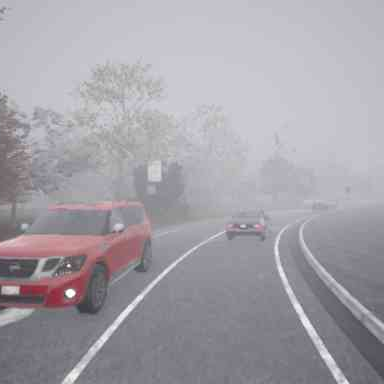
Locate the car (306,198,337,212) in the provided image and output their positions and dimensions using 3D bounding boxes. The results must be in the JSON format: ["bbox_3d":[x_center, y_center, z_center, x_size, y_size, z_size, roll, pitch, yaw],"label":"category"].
[{"bbox_3d":[15.578,1.492,39.218,1.812,1.442,4.674,-4,-2,40],"label":"car"}]

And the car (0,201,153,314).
[{"bbox_3d":[-2.546,1.262,8.129,2.150,2.045,5.566,-1,-1,8],"label":"car"}]

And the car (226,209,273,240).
[{"bbox_3d":[3.102,1.601,17.436,2.033,1.411,5.357,-1,-1,18],"label":"car"}]

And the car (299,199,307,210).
[{"bbox_3d":[16.210,1.604,45.186,1.812,1.442,4.674,-5,-2,43],"label":"car"}]
